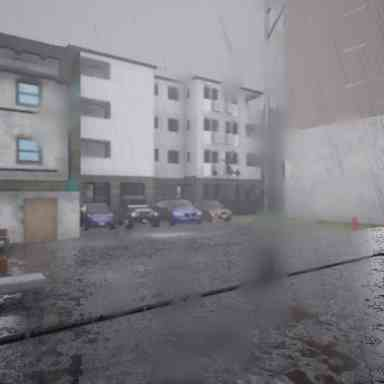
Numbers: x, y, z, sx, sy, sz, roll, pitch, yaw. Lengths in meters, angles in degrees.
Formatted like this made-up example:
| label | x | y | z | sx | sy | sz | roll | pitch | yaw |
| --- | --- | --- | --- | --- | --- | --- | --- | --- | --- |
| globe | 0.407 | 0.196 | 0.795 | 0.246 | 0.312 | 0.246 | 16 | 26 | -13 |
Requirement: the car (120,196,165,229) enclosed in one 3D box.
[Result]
| label | x | y | z | sx | sy | sz | roll | pitch | yaw |
| --- | --- | --- | --- | --- | --- | --- | --- | --- | --- |
| car | -3.420 | 1.208 | 20.560 | 1.905 | 1.878 | 3.866 | 0 | 0 | -25 |

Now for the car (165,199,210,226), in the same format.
| label | x | y | z | sx | sy | sz | roll | pitch | yaw |
| --- | --- | --- | --- | --- | --- | --- | --- | --- | --- |
| car | -1.029 | 1.302 | 22.550 | 2.242 | 1.667 | 4.611 | 0 | 0 | -25 |

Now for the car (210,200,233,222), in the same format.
| label | x | y | z | sx | sy | sz | roll | pitch | yaw |
| --- | --- | --- | --- | --- | --- | --- | --- | --- | --- |
| car | 1.291 | 1.359 | 24.379 | 1.816 | 1.474 | 4.193 | 0 | 0 | -25 |

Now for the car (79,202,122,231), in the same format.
| label | x | y | z | sx | sy | sz | roll | pitch | yaw |
| --- | --- | --- | --- | --- | --- | --- | --- | --- | --- |
| car | -5.616 | 1.387 | 19.493 | 1.845 | 1.501 | 3.633 | 0 | 0 | -25 |
